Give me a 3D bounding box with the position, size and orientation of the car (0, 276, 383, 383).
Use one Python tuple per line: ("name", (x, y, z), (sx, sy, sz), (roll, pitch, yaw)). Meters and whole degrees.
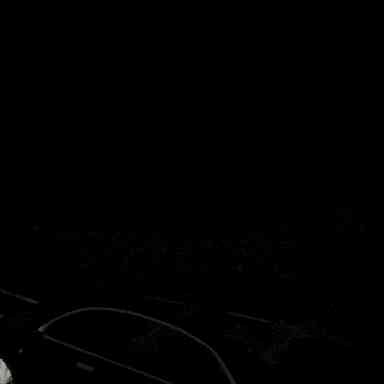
("car", (-0.352, 1.547, 3.215), (4.403, 1.369, 2.008), (0, 0, 35))
